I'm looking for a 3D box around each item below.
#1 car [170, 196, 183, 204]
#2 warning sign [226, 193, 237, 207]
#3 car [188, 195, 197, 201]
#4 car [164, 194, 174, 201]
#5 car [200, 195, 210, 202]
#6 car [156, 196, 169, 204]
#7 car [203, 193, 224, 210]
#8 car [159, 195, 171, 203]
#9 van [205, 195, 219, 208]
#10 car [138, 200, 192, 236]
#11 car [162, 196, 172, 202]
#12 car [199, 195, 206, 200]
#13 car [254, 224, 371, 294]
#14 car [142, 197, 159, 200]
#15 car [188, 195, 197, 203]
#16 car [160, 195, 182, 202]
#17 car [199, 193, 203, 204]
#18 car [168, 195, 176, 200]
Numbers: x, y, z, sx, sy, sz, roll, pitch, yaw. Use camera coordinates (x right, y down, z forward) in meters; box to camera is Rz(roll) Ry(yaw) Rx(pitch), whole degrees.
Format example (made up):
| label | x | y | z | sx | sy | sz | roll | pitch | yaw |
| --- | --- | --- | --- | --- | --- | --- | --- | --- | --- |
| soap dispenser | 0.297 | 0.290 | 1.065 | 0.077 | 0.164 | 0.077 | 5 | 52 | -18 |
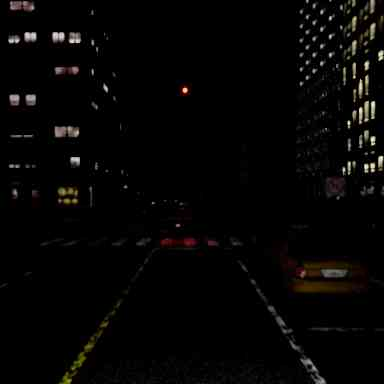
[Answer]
| label | x | y | z | sx | sy | sz | roll | pitch | yaw |
| --- | --- | --- | --- | --- | --- | --- | --- | --- | --- |
| car | -2.882 | 1.462 | 63.270 | 2.033 | 1.411 | 5.357 | 0 | 0 | 1 |
| warning sign | 5.185 | 1.043 | 44.119 | 1.300 | 1.860 | 1.060 | 0 | 0 | 0 |
| car | 0.206 | 1.363 | 80.069 | 2.033 | 1.411 | 5.357 | 0 | 0 | 0 |
| car | -5.491 | 1.350 | 79.577 | 1.967 | 1.590 | 4.097 | 0 | 0 | 0 |
| car | 2.876 | 1.456 | 74.029 | 1.887 | 1.381 | 4.507 | 0 | 0 | 0 |
| car | -5.532 | 1.459 | 62.996 | 1.887 | 1.381 | 4.507 | 0 | 0 | 0 |
| car | 2.790 | 1.246 | 40.869 | 2.192 | 1.841 | 5.009 | 0 | 0 | 0 |
| car | -5.519 | 1.353 | 68.524 | 1.967 | 1.590 | 4.097 | 0 | 0 | 0 |
| van | 2.804 | 1.266 | 46.395 | 1.690 | 1.788 | 3.998 | 0 | 0 | 0 |
| car | -1.620 | 1.481 | 18.637 | 1.882 | 1.535 | 5.008 | 0 | 0 | -22 |
| car | -5.504 | 1.493 | 74.051 | 1.802 | 1.307 | 4.206 | 0 | 0 | 0 |
| car | 2.919 | 1.435 | 90.779 | 1.752 | 1.417 | 4.829 | 0 | 0 | 0 |
| car | 2.709 | 1.507 | 8.627 | 1.752 | 1.417 | 4.829 | 0 | 0 | 0 |
| car | -5.588 | 1.482 | 40.891 | 2.008 | 1.369 | 4.403 | 0 | 0 | 0 |
| car | 0.178 | 1.390 | 69.652 | 1.882 | 1.535 | 5.008 | 0 | 0 | 0 |
| car | -2.969 | 1.276 | 47.867 | 2.097 | 1.767 | 4.553 | 0 | 0 | 0 |
| car | 2.847 | 1.230 | 62.975 | 2.192 | 1.841 | 5.009 | 0 | 0 | 0 |
| car | -5.462 | 1.435 | 90.460 | 1.752 | 1.417 | 4.829 | 0 | 0 | 0 |
